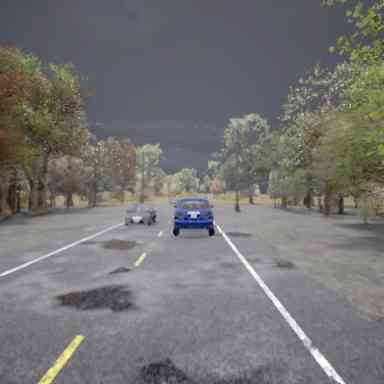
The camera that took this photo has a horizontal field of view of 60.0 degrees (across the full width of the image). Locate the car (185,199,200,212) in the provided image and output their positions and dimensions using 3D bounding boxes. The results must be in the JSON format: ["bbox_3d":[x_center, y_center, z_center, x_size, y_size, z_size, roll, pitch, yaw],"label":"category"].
[{"bbox_3d":[0.083,1.708,43.319,1.882,1.535,5.008,0,0,0],"label":"car"}]

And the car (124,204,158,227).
[{"bbox_3d":[-3.601,1.621,24.115,2.128,1.511,4.902,0,0,0],"label":"car"}]

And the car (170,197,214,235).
[{"bbox_3d":[0.091,1.327,19.677,2.150,2.045,5.566,0,0,0],"label":"car"}]
